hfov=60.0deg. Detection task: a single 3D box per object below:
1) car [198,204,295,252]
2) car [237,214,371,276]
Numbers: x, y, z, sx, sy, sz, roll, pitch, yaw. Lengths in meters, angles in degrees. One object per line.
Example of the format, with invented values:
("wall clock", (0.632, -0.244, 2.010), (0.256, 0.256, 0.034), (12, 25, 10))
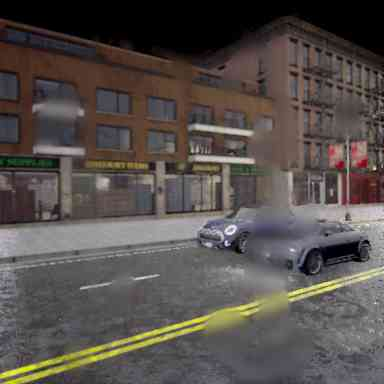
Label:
("car", (2.434, 1.319, 13.382), (4.553, 1.767, 2.097), (0, 0, -35))
("car", (3.689, 1.534, 10.288), (4.181, 1.385, 1.994), (0, 0, -35))
